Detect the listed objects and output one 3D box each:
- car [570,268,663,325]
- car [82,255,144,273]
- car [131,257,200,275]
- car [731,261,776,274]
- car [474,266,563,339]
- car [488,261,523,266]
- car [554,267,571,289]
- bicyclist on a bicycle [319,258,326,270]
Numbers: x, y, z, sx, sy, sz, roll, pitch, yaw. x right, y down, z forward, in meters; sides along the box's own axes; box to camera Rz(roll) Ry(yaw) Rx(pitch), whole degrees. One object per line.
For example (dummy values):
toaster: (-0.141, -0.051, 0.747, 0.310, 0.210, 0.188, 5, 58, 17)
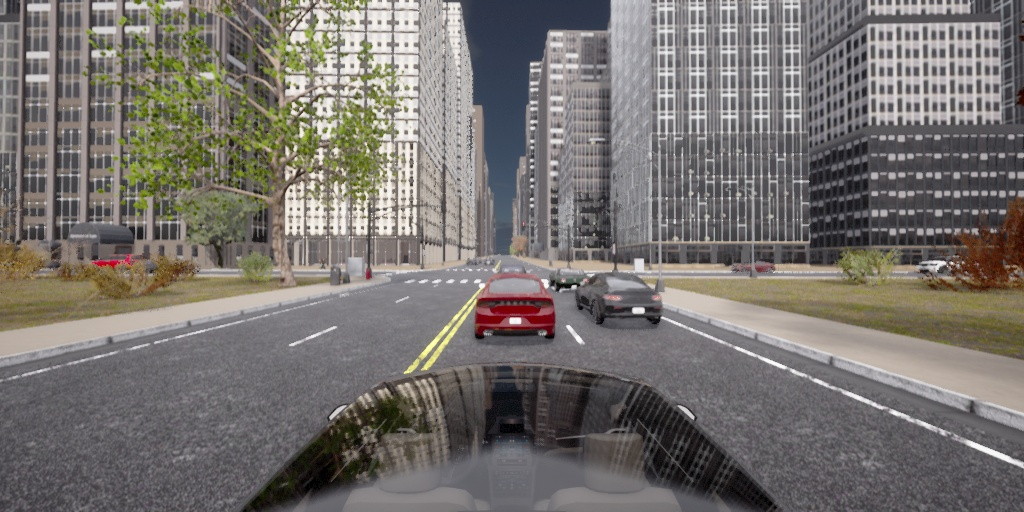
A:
car: (3.294, 1.260, 11.669, 1.812, 1.442, 4.674, 0, 0, 0)
car: (-45.021, 0.865, 41.025, 5.566, 2.045, 2.150, 0, -1, 2)
car: (-32.493, 1.070, 34.104, 4.902, 1.511, 2.128, 0, -1, 1)
car: (28.287, 1.315, 42.102, 4.674, 1.442, 1.812, 0, -1, 1)
car: (0.058, 1.215, 10.032, 1.882, 1.535, 5.008, 0, 0, 0)
car: (0.006, 1.212, 19.536, 2.128, 1.511, 4.902, 0, 0, 0)
car: (3.250, 1.319, 20.914, 1.895, 1.301, 4.718, 0, 0, 0)
bicyclist on a bicycle: (-25.404, 1.068, 48.039, 0.582, 1.620, 1.656, 0, 0, 1)
